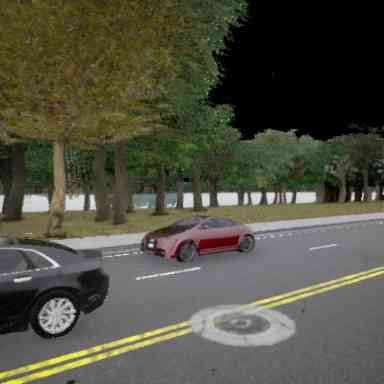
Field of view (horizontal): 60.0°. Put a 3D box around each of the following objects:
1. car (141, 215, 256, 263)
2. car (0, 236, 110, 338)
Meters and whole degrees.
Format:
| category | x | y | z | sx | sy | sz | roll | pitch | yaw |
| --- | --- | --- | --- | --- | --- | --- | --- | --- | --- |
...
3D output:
| category | x | y | z | sx | sy | sz | roll | pitch | yaw |
| --- | --- | --- | --- | --- | --- | --- | --- | --- | --- |
| car | 0.300 | 1.535 | 11.892 | 4.181 | 1.385 | 1.994 | 0 | 0 | -36 |
| car | -3.723 | 1.506 | 5.022 | 4.892 | 1.490 | 1.837 | 0 | 0 | -36 |
